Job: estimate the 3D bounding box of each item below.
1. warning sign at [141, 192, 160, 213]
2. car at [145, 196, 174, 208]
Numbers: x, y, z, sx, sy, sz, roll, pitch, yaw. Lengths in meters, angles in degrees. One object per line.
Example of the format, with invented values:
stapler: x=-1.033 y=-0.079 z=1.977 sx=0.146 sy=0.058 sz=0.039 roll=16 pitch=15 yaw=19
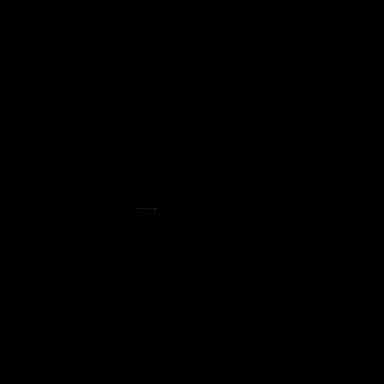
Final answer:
warning sign: x=-3.654 y=0.931 z=29.585 sx=1.300 sy=1.860 sz=1.060 roll=0 pitch=0 yaw=30
car: x=-4.126 y=1.233 z=42.962 sx=1.812 sy=1.442 sz=4.674 roll=0 pitch=1 yaw=30
